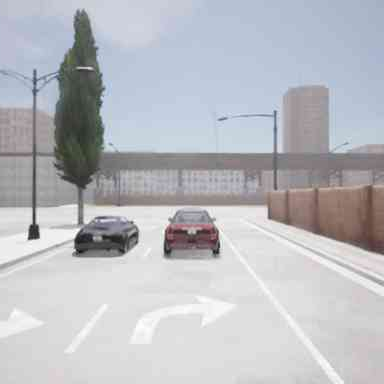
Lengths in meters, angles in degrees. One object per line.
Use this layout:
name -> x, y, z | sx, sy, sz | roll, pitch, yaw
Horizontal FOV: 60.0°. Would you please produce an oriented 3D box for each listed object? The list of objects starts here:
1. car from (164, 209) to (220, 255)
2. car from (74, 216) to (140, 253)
car -> -0.001, 1.481, 14.080 | 2.097, 1.767, 4.553 | 0, -1, 0
car -> -3.499, 1.697, 14.304 | 1.994, 1.385, 4.181 | 0, 0, 0
